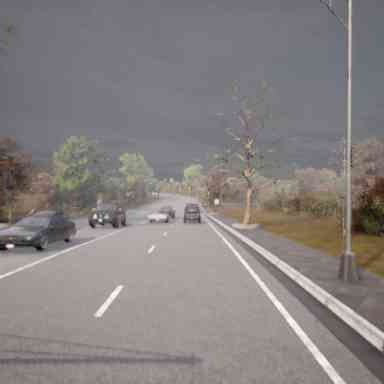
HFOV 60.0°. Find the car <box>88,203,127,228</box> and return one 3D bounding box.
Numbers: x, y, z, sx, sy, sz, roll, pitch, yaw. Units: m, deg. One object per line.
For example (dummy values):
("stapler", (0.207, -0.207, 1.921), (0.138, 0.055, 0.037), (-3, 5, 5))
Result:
("car", (-7.062, 1.960, 28.455), (2.150, 2.045, 5.566), (0, -2, 0))

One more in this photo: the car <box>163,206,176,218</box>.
("car", (-3.453, 2.799, 47.201), (2.097, 1.767, 4.553), (0, -2, 0))

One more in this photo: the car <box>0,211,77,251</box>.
("car", (-7.076, 1.808, 15.627), (2.033, 1.411, 5.357), (0, -2, 0))

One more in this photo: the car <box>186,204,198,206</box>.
("car", (0.038, 2.647, 46.568), (2.150, 2.045, 5.566), (0, -2, 0))

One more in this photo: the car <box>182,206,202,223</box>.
("car", (0.024, 2.487, 35.284), (2.128, 1.511, 4.902), (0, -2, 0))

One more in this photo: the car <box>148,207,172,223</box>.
("car", (-3.475, 2.613, 35.709), (1.895, 1.301, 4.718), (0, -2, 0))

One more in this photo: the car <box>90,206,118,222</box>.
("car", (-10.473, 2.576, 39.906), (2.097, 1.767, 4.553), (0, -2, 0))
